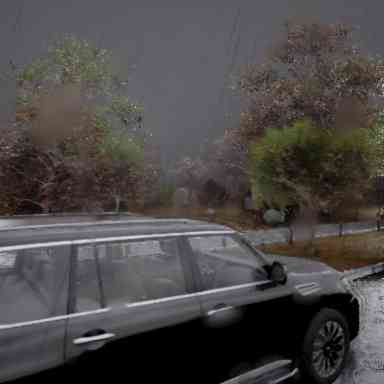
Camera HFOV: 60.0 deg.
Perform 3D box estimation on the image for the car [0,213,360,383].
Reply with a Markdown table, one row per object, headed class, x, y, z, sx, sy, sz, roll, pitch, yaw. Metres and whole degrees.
| class | x | y | z | sx | sy | sz | roll | pitch | yaw |
| --- | --- | --- | --- | --- | --- | --- | --- | --- | --- |
| car | -0.424 | 1.268 | 3.755 | 5.566 | 2.045 | 2.435 | 0 | 0 | -35 |
